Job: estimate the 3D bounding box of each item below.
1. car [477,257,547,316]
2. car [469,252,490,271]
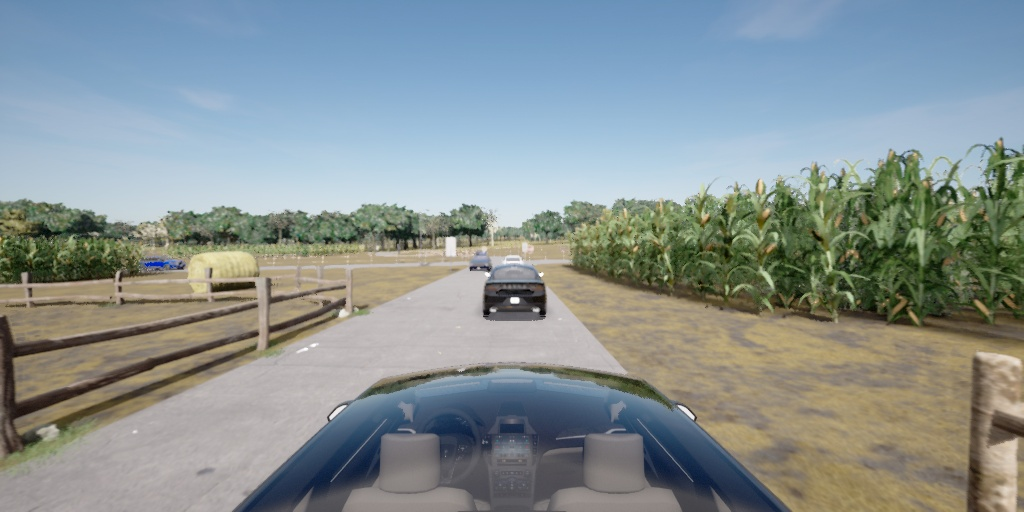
[{"bbox_3d":[0.077,0.980,12.131,1.882,1.535,5.008,0,1,0],"label":"car"},{"bbox_3d":[-2.817,0.607,33.253,2.033,1.411,5.357,0,1,0],"label":"car"}]
